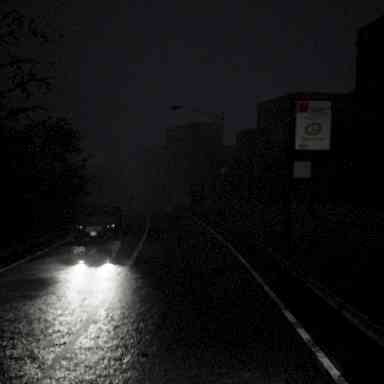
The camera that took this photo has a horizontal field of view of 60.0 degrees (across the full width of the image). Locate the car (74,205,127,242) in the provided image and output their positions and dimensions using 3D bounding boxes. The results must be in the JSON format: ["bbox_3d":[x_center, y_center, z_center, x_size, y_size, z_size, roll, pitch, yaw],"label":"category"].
[{"bbox_3d":[-4.206,1.402,15.874,2.128,1.511,4.902,-1,0,-5],"label":"car"}]
